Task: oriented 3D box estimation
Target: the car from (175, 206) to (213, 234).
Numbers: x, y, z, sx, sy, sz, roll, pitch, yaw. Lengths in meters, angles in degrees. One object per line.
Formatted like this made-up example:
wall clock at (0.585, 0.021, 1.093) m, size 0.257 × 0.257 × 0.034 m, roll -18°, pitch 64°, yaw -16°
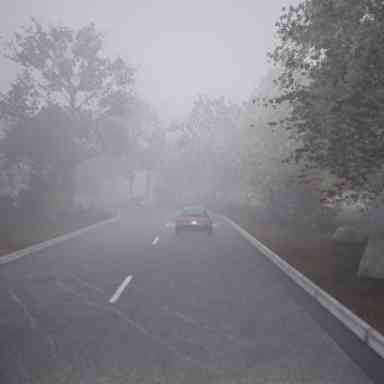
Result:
car at (0.097, 1.496, 18.706) m, size 1.994 × 1.385 × 4.181 m, roll 0°, pitch 0°, yaw 0°

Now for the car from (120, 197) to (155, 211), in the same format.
car at (-6.481, 1.329, 39.174) m, size 4.553 × 1.767 × 2.097 m, roll -1°, pitch -3°, yaw 40°
